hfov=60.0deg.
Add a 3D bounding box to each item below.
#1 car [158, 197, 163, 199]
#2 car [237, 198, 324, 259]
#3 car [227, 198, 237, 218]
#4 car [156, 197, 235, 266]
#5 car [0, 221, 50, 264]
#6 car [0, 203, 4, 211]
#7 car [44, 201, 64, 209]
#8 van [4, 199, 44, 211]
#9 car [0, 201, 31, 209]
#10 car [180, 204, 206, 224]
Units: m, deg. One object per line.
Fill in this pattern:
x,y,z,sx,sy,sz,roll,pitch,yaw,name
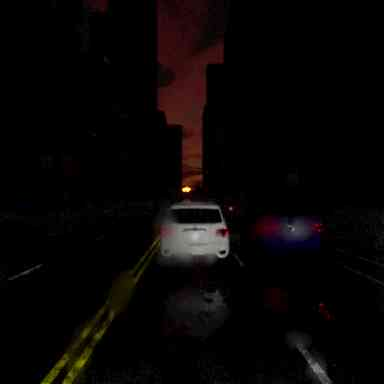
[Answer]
-3.259,1.615,39.148,1.812,1.442,4.674,0,-1,0,car
3.347,1.368,13.321,2.150,2.045,5.566,0,-1,0,car
3.339,1.568,31.152,2.150,2.045,5.566,0,-1,0,car
0.088,1.361,12.244,2.150,2.045,5.566,0,0,0,car
-6.605,1.671,10.968,2.033,1.411,5.357,0,-1,0,car
-29.254,1.806,46.739,5.009,1.841,2.192,0,-1,0,car
-23.584,2.165,55.263,4.403,1.369,2.008,0,-1,0,car
-23.577,1.836,46.742,3.998,1.788,1.690,0,-1,0,van
-29.261,2.193,55.259,4.206,1.307,1.802,0,-1,0,car
0.092,1.875,29.388,2.033,1.411,5.357,0,-1,0,car
